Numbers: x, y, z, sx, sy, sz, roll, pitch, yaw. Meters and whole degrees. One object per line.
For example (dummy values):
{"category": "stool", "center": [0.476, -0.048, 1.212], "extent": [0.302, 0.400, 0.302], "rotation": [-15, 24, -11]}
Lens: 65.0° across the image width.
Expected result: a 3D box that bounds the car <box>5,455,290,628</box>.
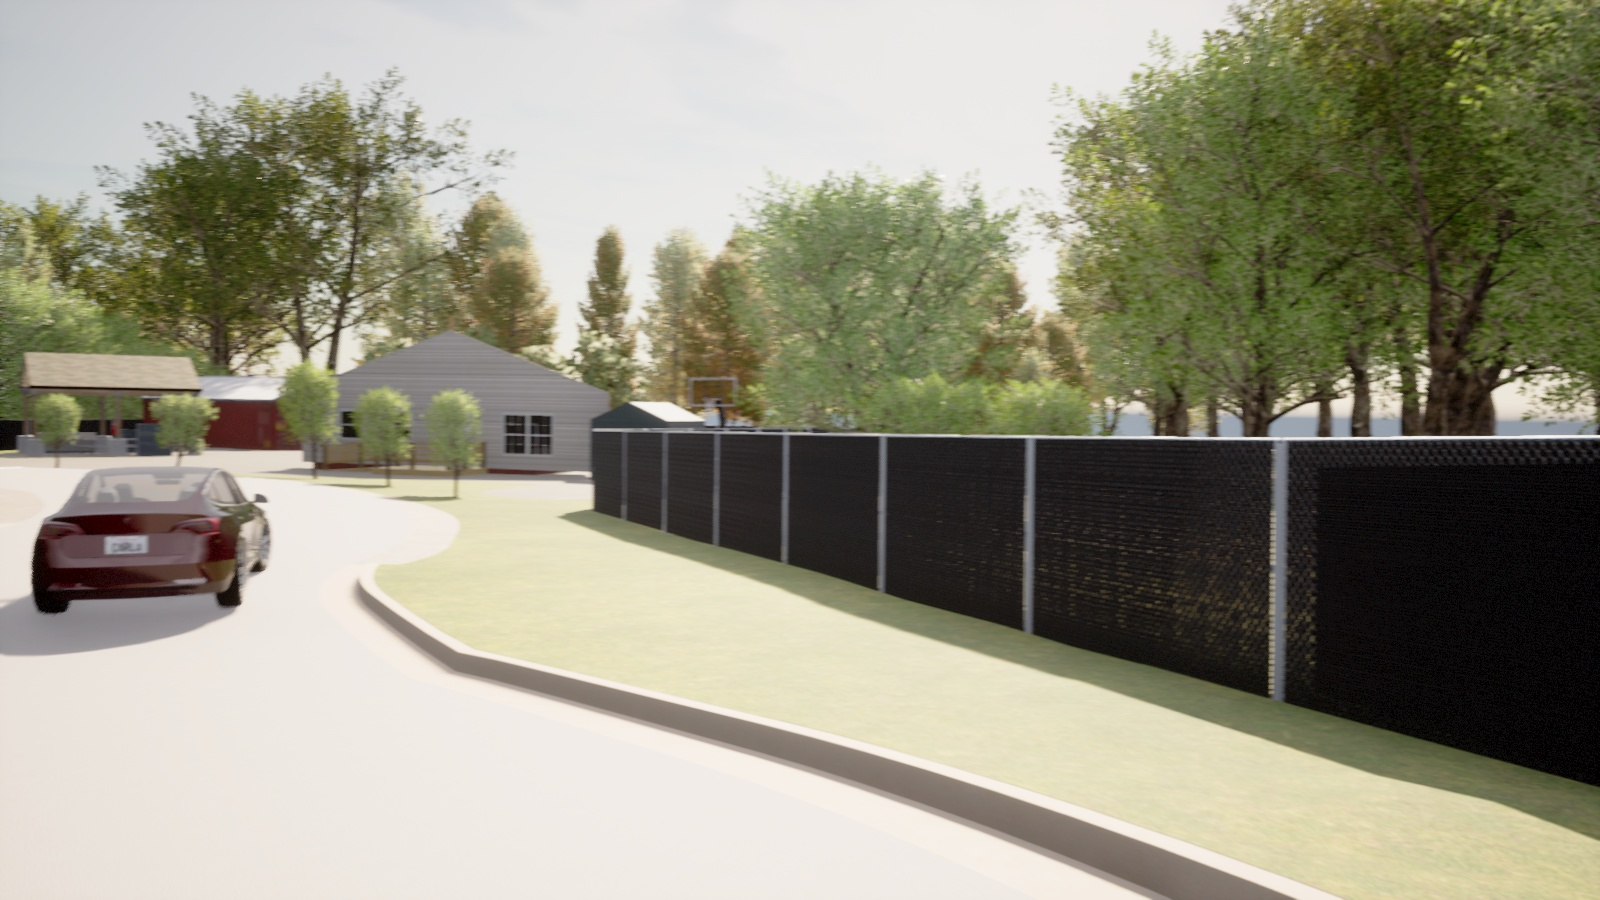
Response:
{"category": "car", "center": [-7.262, 0.882, 14.545], "extent": [2.163, 1.488, 4.792], "rotation": [0, 2, -18]}
